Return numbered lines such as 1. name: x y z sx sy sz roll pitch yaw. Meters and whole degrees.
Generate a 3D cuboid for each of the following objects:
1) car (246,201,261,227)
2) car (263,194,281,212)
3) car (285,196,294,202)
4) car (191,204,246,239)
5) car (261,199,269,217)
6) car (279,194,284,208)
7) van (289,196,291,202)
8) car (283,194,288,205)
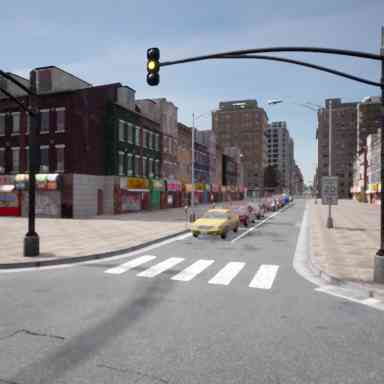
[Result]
1. car: 3.250 1.505 22.772 1.887 1.381 4.507 1 0 19
2. car: 8.831 1.401 38.636 1.967 1.590 4.097 1 0 19
3. car: 23.709 1.577 80.940 1.947 1.339 4.313 1 0 19
4. car: 1.334 1.488 17.325 1.752 1.417 4.829 1 0 19
5. car: 5.110 1.540 28.061 1.802 1.307 4.206 1 0 19
6. car: 10.691 1.404 43.923 1.967 1.590 4.097 1 0 19
7. van: 16.271 1.319 59.787 1.690 1.788 3.998 1 0 19
8. car: 12.552 1.283 49.211 2.192 1.841 5.009 1 0 19
